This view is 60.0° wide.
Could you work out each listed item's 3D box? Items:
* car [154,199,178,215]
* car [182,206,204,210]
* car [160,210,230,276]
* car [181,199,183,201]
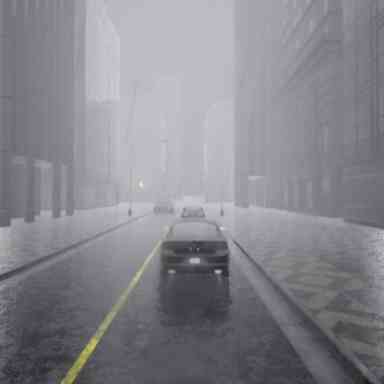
[{"bbox_3d":[-3.097,1.671,37.801,2.097,1.767,4.553,0,-1,0],"label":"car"},{"bbox_3d":[0.088,1.838,28.405,1.895,1.301,4.718,0,0,0],"label":"car"},{"bbox_3d":[0.079,1.568,10.690,1.882,1.535,5.008,0,0,0],"label":"car"},{"bbox_3d":[-3.010,1.879,78.246,2.033,1.411,5.357,0,-1,0],"label":"car"}]
